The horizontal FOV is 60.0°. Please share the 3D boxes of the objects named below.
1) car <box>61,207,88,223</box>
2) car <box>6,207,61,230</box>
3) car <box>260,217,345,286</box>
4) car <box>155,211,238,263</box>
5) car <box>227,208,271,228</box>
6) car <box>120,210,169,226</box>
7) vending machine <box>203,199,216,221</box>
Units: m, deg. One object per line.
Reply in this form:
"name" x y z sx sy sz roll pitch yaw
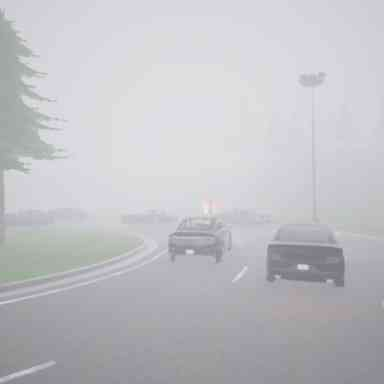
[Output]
"car" -12.786 2.255 32.638 4.892 1.490 1.837 -1 -2 -3
"car" -13.149 2.120 25.587 4.902 1.511 2.128 -1 -1 -7
"car" 3.390 1.623 10.047 1.882 1.535 5.008 0 -1 19
"car" 0.435 1.726 12.972 2.128 1.511 4.902 -1 -1 12
"car" 3.742 1.980 26.337 2.033 1.411 5.357 0 -1 -40
"car" -3.686 2.153 27.859 4.718 1.301 1.895 -1 -1 27
"vending machine" 1.755 1.777 33.325 0.880 2.100 1.100 -1 -1 32
